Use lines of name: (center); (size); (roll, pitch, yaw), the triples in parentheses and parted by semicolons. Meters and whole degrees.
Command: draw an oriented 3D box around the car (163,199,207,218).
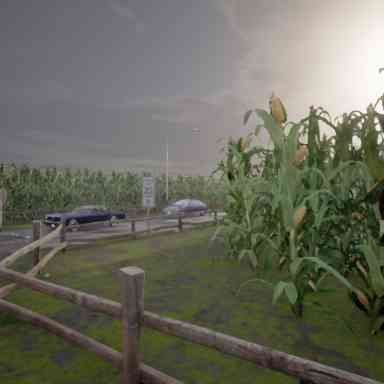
car: (-0.486, 1.347, 27.943); (1.812, 1.442, 4.674); (0, 1, 35)

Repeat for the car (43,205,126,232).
car: (-6.270, 1.488, 19.794); (1.895, 1.301, 4.718); (0, 1, 34)
